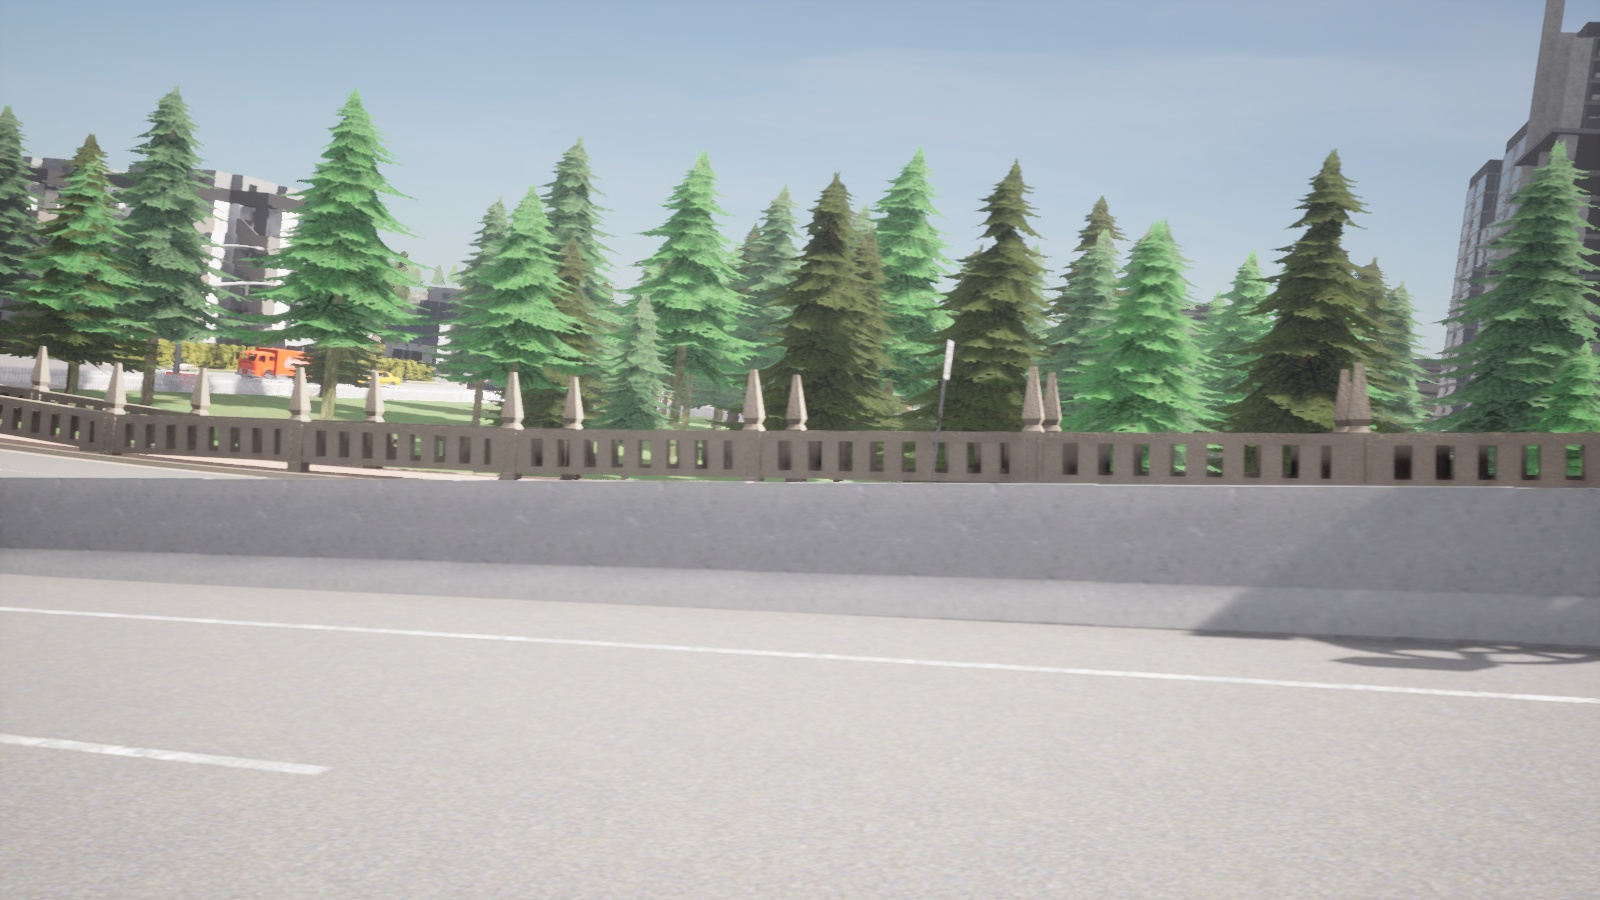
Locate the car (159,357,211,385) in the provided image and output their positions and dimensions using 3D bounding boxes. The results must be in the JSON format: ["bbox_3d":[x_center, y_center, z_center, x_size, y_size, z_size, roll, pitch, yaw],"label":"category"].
[{"bbox_3d":[-35.722,-4.592,72.952,1.481,1.376,2.207,8,4,20],"label":"car"}]

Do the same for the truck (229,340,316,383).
[{"bbox_3d":[-37.249,-6.220,88.787,2.627,2.467,5.204,8,3,20],"label":"truck"}]
